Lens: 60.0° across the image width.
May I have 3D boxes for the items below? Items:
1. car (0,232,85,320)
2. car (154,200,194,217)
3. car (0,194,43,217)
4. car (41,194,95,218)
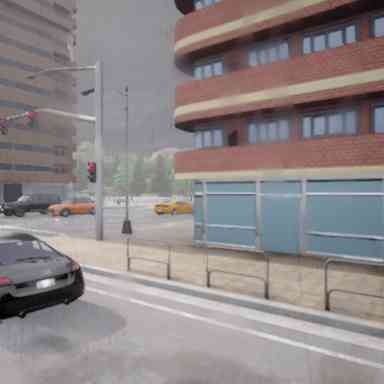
[{"bbox_3d":[-4.157,1.565,7.021,4.181,1.385,1.994,0,0,37],"label":"car"},{"bbox_3d":[-1.460,1.479,31.788,1.882,1.535,5.008,0,-1,36],"label":"car"},{"bbox_3d":[-14.955,1.224,31.361,2.150,2.045,5.566,0,0,35],"label":"car"},{"bbox_3d":[-11.030,1.354,30.798,2.097,1.767,4.553,0,0,36],"label":"car"}]
